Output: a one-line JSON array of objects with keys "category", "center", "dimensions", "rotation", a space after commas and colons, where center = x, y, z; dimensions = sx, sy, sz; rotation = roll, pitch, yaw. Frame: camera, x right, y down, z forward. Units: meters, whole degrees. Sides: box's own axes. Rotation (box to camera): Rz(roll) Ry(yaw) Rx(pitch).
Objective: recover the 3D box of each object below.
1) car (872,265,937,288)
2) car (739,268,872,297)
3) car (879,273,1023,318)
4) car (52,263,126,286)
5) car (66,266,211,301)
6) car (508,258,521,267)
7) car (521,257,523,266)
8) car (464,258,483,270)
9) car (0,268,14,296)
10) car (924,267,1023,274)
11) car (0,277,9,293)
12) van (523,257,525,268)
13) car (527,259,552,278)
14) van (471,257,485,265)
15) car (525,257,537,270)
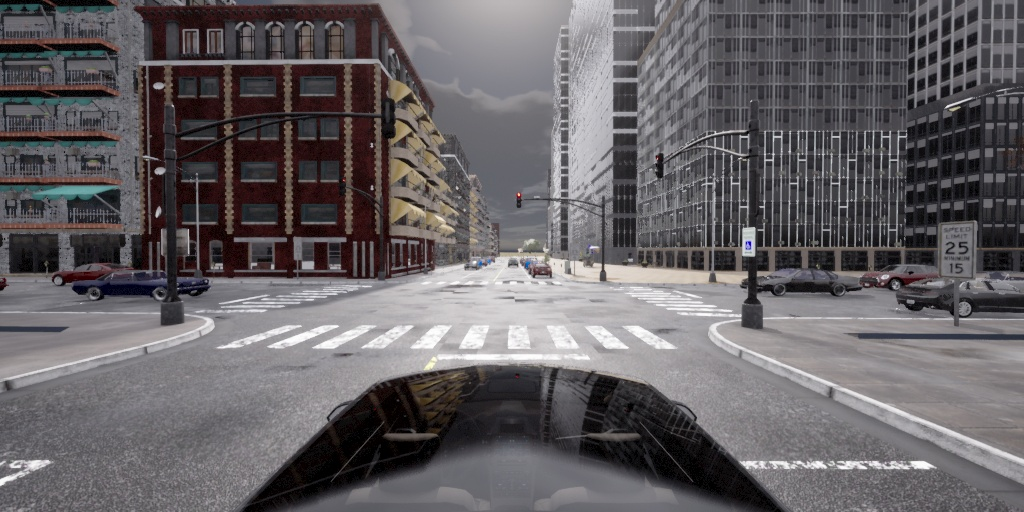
[{"category": "car", "center": [23.417, 1.230, 21.599], "dimensions": [4.097, 1.591, 1.967], "rotation": [0, 0, 1]}, {"category": "car", "center": [15.225, 1.342, 19.002], "dimensions": [5.357, 1.411, 2.033], "rotation": [0, 1, 1]}, {"category": "car", "center": [16.739, 1.445, 13.066], "dimensions": [4.403, 1.370, 2.007], "rotation": [0, 0, 1]}, {"category": "car", "center": [-25.812, 1.109, 22.356], "dimensions": [4.507, 1.381, 1.888], "rotation": [0, 0, 1]}, {"category": "car", "center": [-16.643, 1.299, 16.304], "dimensions": [4.718, 1.301, 1.895], "rotation": [0, 1, 1]}, {"category": "car", "center": [0.236, 1.282, 64.045], "dimensions": [1.895, 1.301, 4.718], "rotation": [0, 0, 0]}, {"category": "car", "center": [2.775, 1.240, 55.988], "dimensions": [1.888, 1.381, 4.507], "rotation": [0, 0, 0]}, {"category": "car", "center": [-5.585, 1.269, 50.326], "dimensions": [1.948, 1.339, 4.313], "rotation": [0, 0, 0]}, {"category": "car", "center": [-26.523, 1.255, 16.463], "dimensions": [4.718, 1.301, 1.895], "rotation": [0, 1, 1]}, {"category": "car", "center": [25.252, 1.443, 18.836], "dimensions": [4.718, 1.301, 1.895], "rotation": [0, 1, 1]}, {"category": "car", "center": [-22.598, 1.259, 13.692], "dimensions": [4.507, 1.381, 1.888], "rotation": [0, 0, 1]}, {"category": "van", "center": [2.763, 1.044, 50.341], "dimensions": [1.690, 1.789, 3.998], "rotation": [0, 0, 0]}, {"category": "car", "center": [2.726, 1.271, 33.404], "dimensions": [1.888, 1.381, 4.507], "rotation": [0, 0, 0]}, {"category": "van", "center": [-5.574, 1.036, 55.972], "dimensions": [1.690, 1.789, 3.998], "rotation": [0, 0, 0]}, {"category": "car", "center": [2.738, 1.159, 39.049], "dimensions": [1.967, 1.591, 4.097], "rotation": [0, 0, 0]}]
